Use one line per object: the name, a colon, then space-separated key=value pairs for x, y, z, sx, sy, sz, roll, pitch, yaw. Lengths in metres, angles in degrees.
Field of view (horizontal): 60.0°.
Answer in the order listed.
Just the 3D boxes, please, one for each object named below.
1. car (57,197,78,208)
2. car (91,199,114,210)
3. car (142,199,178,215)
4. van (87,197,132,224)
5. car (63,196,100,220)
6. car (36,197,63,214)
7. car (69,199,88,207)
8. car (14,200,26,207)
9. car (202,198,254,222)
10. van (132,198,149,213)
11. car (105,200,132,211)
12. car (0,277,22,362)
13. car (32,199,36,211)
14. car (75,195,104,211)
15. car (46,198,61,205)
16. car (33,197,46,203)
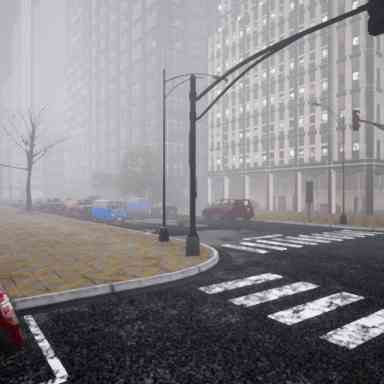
car: x=-20.749 y=1.719 z=55.225 sx=2.097 sy=1.767 sz=4.553 roll=0 pitch=0 yaw=-36
car: x=-13.489 y=1.842 z=49.900 sx=1.752 sy=1.417 sz=4.829 roll=0 pitch=0 yaw=-36
car: x=-3.245 y=1.757 z=36.004 sx=2.008 sy=1.369 sz=4.403 roll=0 pitch=0 yaw=-36
van: x=-6.615 y=1.498 z=26.451 sx=1.690 sy=1.788 sz=3.998 roll=0 pitch=0 yaw=-36
car: x=-9.996 y=1.509 z=31.036 sx=2.192 sy=1.841 sz=5.009 roll=0 pitch=0 yaw=-36
car: x=-16.758 y=1.583 z=40.209 sx=2.192 sy=1.841 sz=5.009 roll=0 pitch=0 yaw=-36
car: x=-20.149 y=1.938 z=58.935 sx=2.008 sy=1.369 sz=4.403 roll=0 pitch=0 yaw=-36
car: x=-30.279 y=1.994 z=58.554 sx=1.802 sy=1.307 sz=4.206 roll=0 pitch=0 yaw=-36
car: x=2.931 y=1.452 z=27.625 sx=2.192 sy=1.841 sz=5.009 roll=0 pitch=0 yaw=-36
van: x=-6.627 y=1.584 z=40.591 sx=1.690 sy=1.788 sz=3.998 roll=0 pitch=0 yaw=-36
car: x=-10.006 y=1.846 z=45.177 sx=1.947 sy=1.339 sz=4.313 roll=0 pitch=0 yaw=-36
car: x=-4.209 y=1.440 z=3.554 sx=4.097 sy=1.590 sz=1.967 roll=0 pitch=0 yaw=-36
car: x=-20.138 y=1.744 z=44.796 sx=1.967 sy=1.590 sz=4.097 roll=0 pitch=0 yaw=-36
car: x=-14.442 y=1.522 z=46.740 sx=2.150 sy=2.045 sz=5.566 roll=0 pitch=0 yaw=-36
car: x=-30.292 y=2.059 z=72.695 sx=1.947 sy=1.339 sz=4.313 roll=0 pitch=0 yaw=-36
car: x=-39.054 y=2.062 z=85.110 sx=1.882 sy=1.535 sz=5.008 roll=0 pitch=0 yaw=-36
